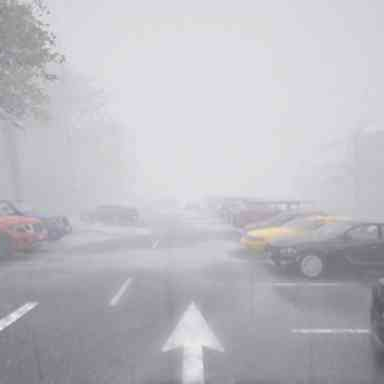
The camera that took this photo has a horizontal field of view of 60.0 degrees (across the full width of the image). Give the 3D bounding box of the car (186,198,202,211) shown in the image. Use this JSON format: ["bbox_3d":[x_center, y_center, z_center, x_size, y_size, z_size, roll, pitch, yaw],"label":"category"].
[{"bbox_3d":[0.113,1.914,46.837,1.895,1.301,4.718,0,0,0],"label":"car"}]

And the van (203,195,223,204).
[{"bbox_3d":[4.882,1.724,76.911,4.442,1.987,1.878,0,0,0],"label":"van"}]

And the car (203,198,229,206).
[{"bbox_3d":[4.756,1.922,65.695,4.892,1.521,2.231,0,0,0],"label":"car"}]

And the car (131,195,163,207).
[{"bbox_3d":[-8.347,1.653,62.303,5.566,2.045,2.435,0,0,0],"label":"car"}]

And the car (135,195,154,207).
[{"bbox_3d":[-8.353,1.680,48.423,4.553,1.767,2.185,0,0,0],"label":"car"}]

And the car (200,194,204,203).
[{"bbox_3d":[4.789,1.636,60.088,5.566,2.045,2.435,0,0,0],"label":"car"}]

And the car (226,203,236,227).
[{"bbox_3d":[4.780,1.637,20.840,4.792,1.488,2.163,0,0,0],"label":"car"}]

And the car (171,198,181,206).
[{"bbox_3d":[-3.233,1.974,66.850,1.812,1.442,4.674,0,0,0],"label":"car"}]

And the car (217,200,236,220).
[{"bbox_3d":[4.758,1.648,26.447,5.008,1.535,2.097,0,0,0],"label":"car"}]

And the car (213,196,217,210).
[{"bbox_3d":[4.786,1.582,34.857,4.553,1.767,2.185,0,0,0],"label":"car"}]

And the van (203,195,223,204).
[{"bbox_3d":[4.648,1.721,74.109,4.442,1.987,1.878,0,0,0],"label":"van"}]

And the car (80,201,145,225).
[{"bbox_3d":[-6.437,1.669,25.827,4.892,1.490,1.837,0,-3,26],"label":"car"}]

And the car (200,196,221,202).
[{"bbox_3d":[4.954,1.940,88.128,5.366,1.575,1.946,0,0,0],"label":"car"}]

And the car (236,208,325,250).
[{"bbox_3d":[4.563,1.545,12.431,5.366,1.575,1.946,0,0,0],"label":"car"}]

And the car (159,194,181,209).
[{"bbox_3d":[-3.302,1.571,51.479,2.150,2.045,5.566,0,-1,0],"label":"car"}]

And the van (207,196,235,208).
[{"bbox_3d":[4.643,1.622,54.481,4.442,1.987,1.878,0,0,0],"label":"van"}]

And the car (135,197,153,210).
[{"bbox_3d":[-8.138,1.763,42.872,5.366,1.575,1.946,0,0,0],"label":"car"}]

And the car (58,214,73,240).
[{"bbox_3d":[-8.302,1.315,14.874,5.566,2.045,2.435,0,0,0],"label":"car"}]

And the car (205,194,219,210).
[{"bbox_3d":[4.784,1.496,40.465,5.566,2.045,2.435,0,0,0],"label":"car"}]

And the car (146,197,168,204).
[{"bbox_3d":[-8.308,1.951,78.963,4.892,1.521,2.231,0,0,0],"label":"car"}]

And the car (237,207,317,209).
[{"bbox_3d":[4.720,1.597,15.234,4.792,1.488,2.163,0,0,0],"label":"car"}]

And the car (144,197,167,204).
[{"bbox_3d":[-8.309,1.950,76.185,5.008,1.535,2.097,0,0,0],"label":"car"}]

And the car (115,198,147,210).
[{"bbox_3d":[-8.329,1.747,40.095,4.892,1.521,2.231,0,0,0],"label":"car"}]

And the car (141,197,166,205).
[{"bbox_3d":[-8.500,1.944,73.408,5.366,1.575,1.946,0,0,0],"label":"car"}]

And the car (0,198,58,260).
[{"bbox_3d":[-8.302,1.296,12.212,5.566,2.045,2.435,0,0,0],"label":"car"}]

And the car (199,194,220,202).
[{"bbox_3d":[4.797,1.689,90.931,5.566,2.045,2.435,0,0,0],"label":"car"}]

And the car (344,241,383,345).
[{"bbox_3d":[4.776,1.528,4.023,4.792,1.488,2.163,0,0,0],"label":"car"}]

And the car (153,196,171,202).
[{"bbox_3d":[-8.339,1.970,92.840,4.792,1.488,2.163,0,0,0],"label":"car"}]

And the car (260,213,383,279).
[{"bbox_3d":[4.753,1.529,9.631,5.008,1.535,2.097,0,0,0],"label":"car"}]

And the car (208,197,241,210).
[{"bbox_3d":[4.727,1.682,48.874,4.553,1.767,2.185,0,0,0],"label":"car"}]

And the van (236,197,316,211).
[{"bbox_3d":[4.867,1.362,18.039,4.442,1.987,1.878,0,0,0],"label":"van"}]

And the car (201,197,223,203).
[{"bbox_3d":[4.772,1.949,79.718,5.008,1.535,2.097,0,0,0],"label":"car"}]

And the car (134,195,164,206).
[{"bbox_3d":[-8.289,1.668,65.079,5.566,2.045,2.435,0,0,0],"label":"car"}]

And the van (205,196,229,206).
[{"bbox_3d":[4.645,1.681,62.889,4.442,1.987,1.878,0,0,0],"label":"van"}]

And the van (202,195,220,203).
[{"bbox_3d":[4.650,1.721,82.521,4.442,1.987,1.878,0,0,0],"label":"van"}]

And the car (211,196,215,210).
[{"bbox_3d":[4.786,1.602,37.661,4.553,1.767,2.185,0,0,0],"label":"car"}]

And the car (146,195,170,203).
[{"bbox_3d":[-8.284,1.697,81.737,5.566,2.045,2.435,0,0,0],"label":"car"}]

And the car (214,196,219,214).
[{"bbox_3d":[4.723,1.562,32.054,4.553,1.767,2.185,0,0,0],"label":"car"}]

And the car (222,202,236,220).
[{"bbox_3d":[4.781,1.657,23.644,4.792,1.488,2.163,0,0,0],"label":"car"}]

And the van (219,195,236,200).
[{"bbox_3d":[4.870,1.442,29.252,4.442,1.987,1.878,0,0,0],"label":"van"}]

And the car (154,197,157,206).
[{"bbox_3d":[-8.292,1.855,51.199,4.792,1.488,2.163,0,0,0],"label":"car"}]

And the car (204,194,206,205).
[{"bbox_3d":[4.785,1.516,43.268,5.566,2.045,2.435,0,0,0],"label":"car"}]

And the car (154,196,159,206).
[{"bbox_3d":[-8.505,1.862,56.750,5.366,1.575,1.946,0,0,0],"label":"car"}]

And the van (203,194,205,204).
[{"bbox_3d":[4.644,1.642,57.284,4.442,1.987,1.878,0,0,0],"label":"van"}]
